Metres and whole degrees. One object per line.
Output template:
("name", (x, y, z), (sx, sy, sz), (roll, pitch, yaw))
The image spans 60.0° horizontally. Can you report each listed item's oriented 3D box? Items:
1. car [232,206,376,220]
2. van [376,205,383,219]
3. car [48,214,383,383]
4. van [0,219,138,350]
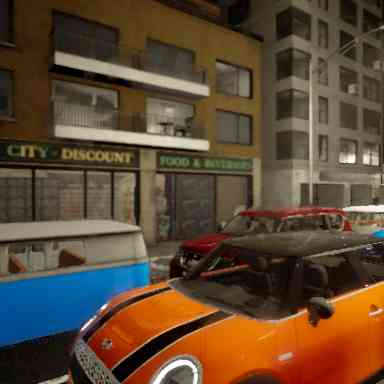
("car", (1.945, 1.315, 7.919), (5.009, 1.841, 2.192), (0, 0, -35))
("van", (6.445, 1.340, 11.124), (3.998, 1.788, 1.690), (0, 0, -35))
("car", (0.945, 1.351, 4.046), (4.553, 1.767, 2.097), (0, 0, -35))
("van", (-2.555, 1.341, 4.711), (3.998, 1.788, 1.690), (0, 0, -35))
